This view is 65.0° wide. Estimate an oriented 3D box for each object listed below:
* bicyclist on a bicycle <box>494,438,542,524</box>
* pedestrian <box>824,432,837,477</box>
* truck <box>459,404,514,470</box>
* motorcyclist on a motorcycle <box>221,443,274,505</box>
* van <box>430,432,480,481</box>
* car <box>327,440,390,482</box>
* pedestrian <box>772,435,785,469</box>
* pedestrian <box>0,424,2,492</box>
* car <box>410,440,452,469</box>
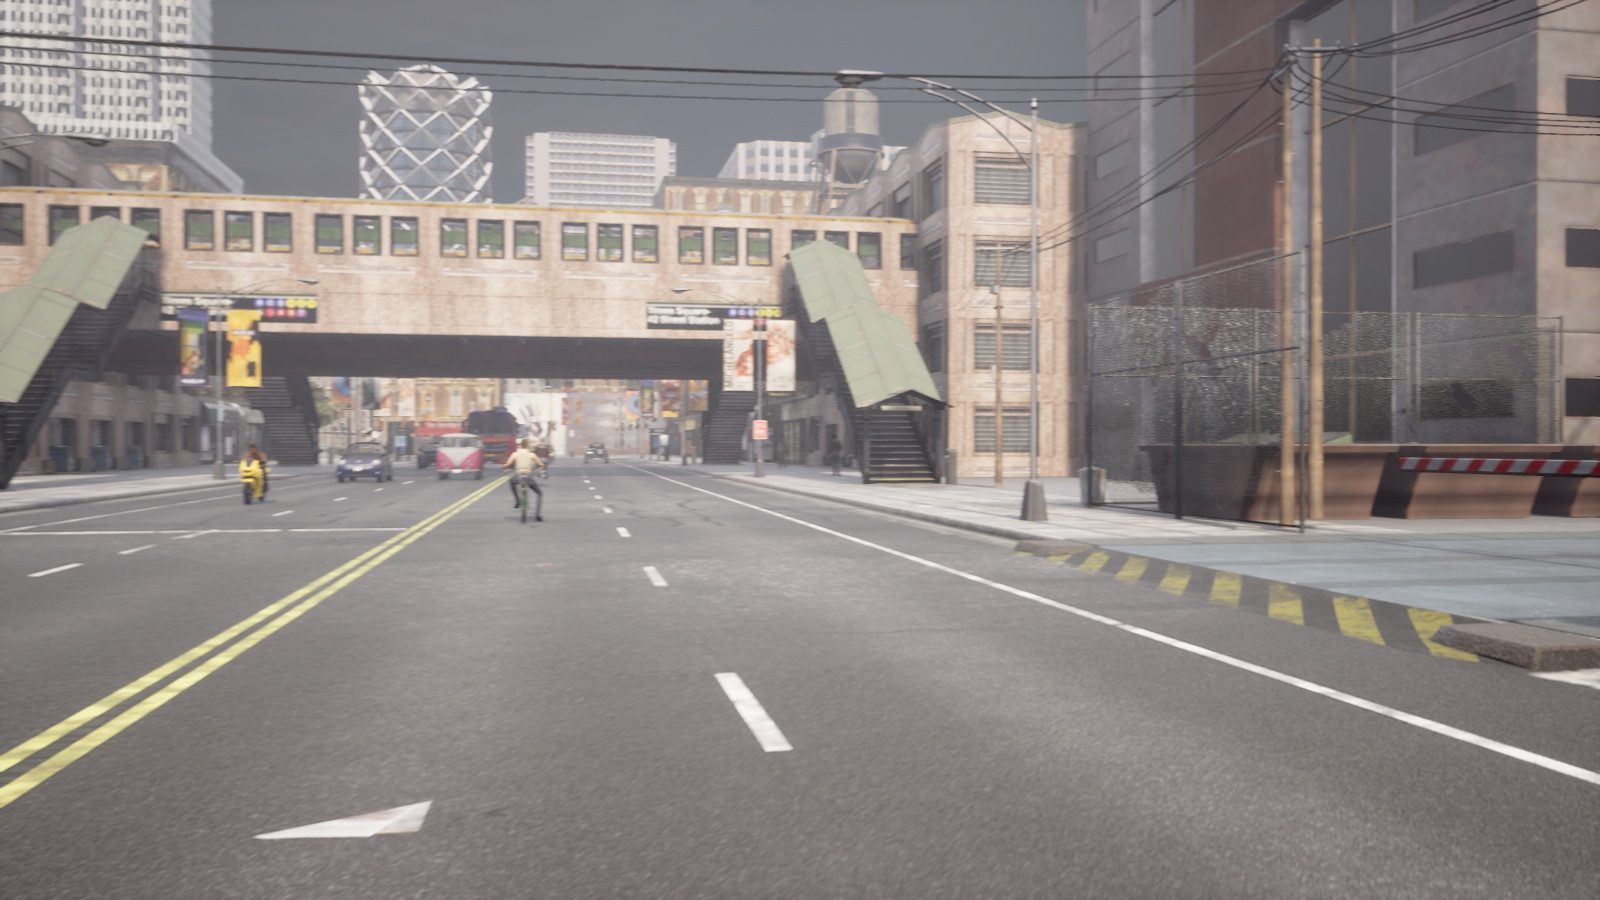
[{"bbox_3d":[-5.455,0.577,24.332,0.866,1.612,1.509,0,0,-11],"label":"bicyclist on a bicycle"},{"bbox_3d":[1.311,0.188,53.759,0.402,1.930,0.666,0,0,-16],"label":"pedestrian"},{"bbox_3d":[-19.193,-0.752,77.233,2.891,3.827,8.468,0,0,-11],"label":"truck"},{"bbox_3d":[-13.877,0.580,31.593,0.797,1.523,2.044,0,0,-11],"label":"motorcyclist on a motorcycle"},{"bbox_3d":[-14.765,0.261,53.894,1.775,1.987,4.442,0,0,-11],"label":"van"},{"bbox_3d":[-17.628,0.415,50.285,1.851,1.617,3.988,0,0,-11],"label":"car"},{"bbox_3d":[-1.184,0.121,69.502,0.540,1.848,0.694,0,0,-18],"label":"pedestrian"},{"bbox_3d":[-22.711,0.225,34.828,0.563,1.883,0.849,0,0,11],"label":"pedestrian"},{"bbox_3d":[-22.933,0.254,78.195,2.097,1.767,4.553,0,0,-12],"label":"car"}]
